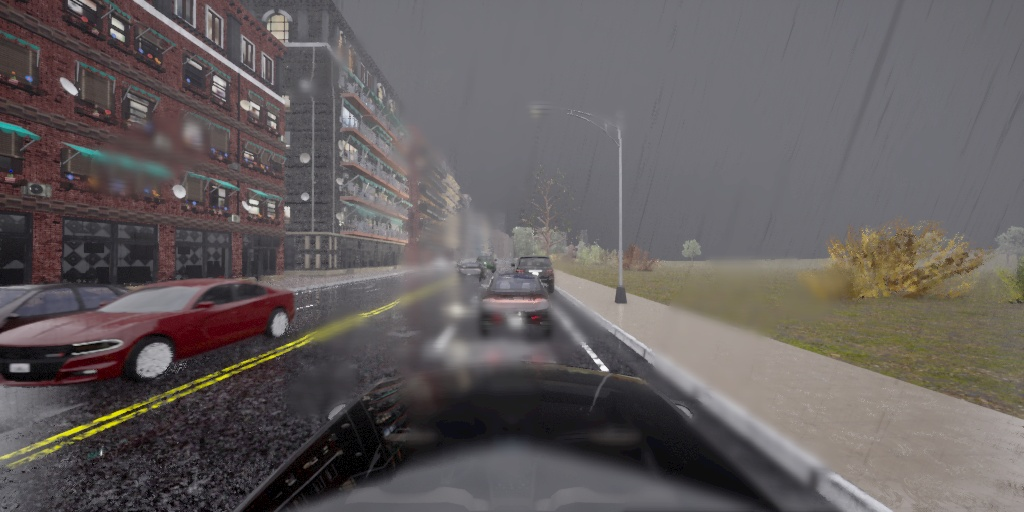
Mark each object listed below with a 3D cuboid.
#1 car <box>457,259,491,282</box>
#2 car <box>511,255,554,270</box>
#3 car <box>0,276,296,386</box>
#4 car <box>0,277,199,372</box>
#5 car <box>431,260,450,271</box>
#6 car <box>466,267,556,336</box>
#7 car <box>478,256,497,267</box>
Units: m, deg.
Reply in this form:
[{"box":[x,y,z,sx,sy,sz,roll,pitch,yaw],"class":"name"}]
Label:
[{"box":[-3.137,1.240,29.329,2.128,1.511,4.902,0,0,0],"class":"car"},{"box":[1.151,0.977,20.268,2.150,2.045,5.566,0,0,0],"class":"car"},{"box":[-6.595,1.228,7.304,1.882,1.535,5.008,0,0,0],"class":"car"},{"box":[-9.844,1.298,7.431,2.033,1.411,5.357,0,0,0],"class":"car"},{"box":[-9.803,1.276,49.508,1.812,1.442,4.674,0,0,0],"class":"car"},{"box":[0.107,1.243,10.399,2.128,1.511,4.902,0,0,0],"class":"car"},{"box":[-3.123,0.972,44.116,2.150,2.045,5.566,0,0,0],"class":"car"}]
